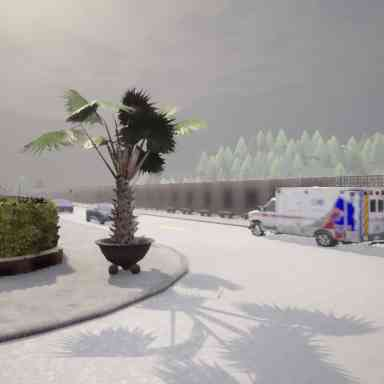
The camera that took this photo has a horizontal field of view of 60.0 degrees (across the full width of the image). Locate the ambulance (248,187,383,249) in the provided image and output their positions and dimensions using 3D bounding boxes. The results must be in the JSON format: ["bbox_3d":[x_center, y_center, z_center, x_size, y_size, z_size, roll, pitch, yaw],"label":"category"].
[{"bbox_3d":[5.321,1.031,14.933,2.351,2.431,6.366,0,0,-35],"label":"ambulance"}]

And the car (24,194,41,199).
[{"bbox_3d":[-23.244,1.281,48.392,2.150,2.045,5.566,0,0,-35],"label":"car"}]

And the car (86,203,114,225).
[{"bbox_3d":[-6.382,1.526,24.413,1.812,1.442,4.674,0,0,-36],"label":"car"}]

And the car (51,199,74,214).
[{"bbox_3d":[-13.956,1.478,35.099,1.882,1.535,5.008,0,0,-35],"label":"car"}]
